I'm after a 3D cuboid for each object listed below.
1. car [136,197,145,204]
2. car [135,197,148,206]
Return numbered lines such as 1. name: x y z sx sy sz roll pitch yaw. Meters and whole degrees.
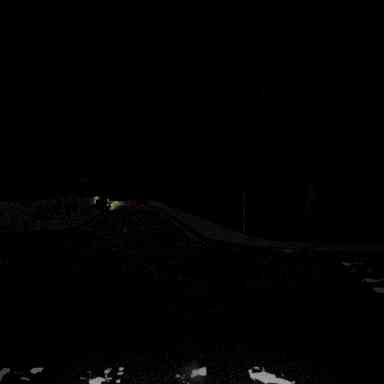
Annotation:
1. car: -10.495 1.692 67.532 1.837 1.490 4.892 0 0 -10
2. car: -8.685 1.598 57.270 1.882 1.535 5.008 0 0 -10
